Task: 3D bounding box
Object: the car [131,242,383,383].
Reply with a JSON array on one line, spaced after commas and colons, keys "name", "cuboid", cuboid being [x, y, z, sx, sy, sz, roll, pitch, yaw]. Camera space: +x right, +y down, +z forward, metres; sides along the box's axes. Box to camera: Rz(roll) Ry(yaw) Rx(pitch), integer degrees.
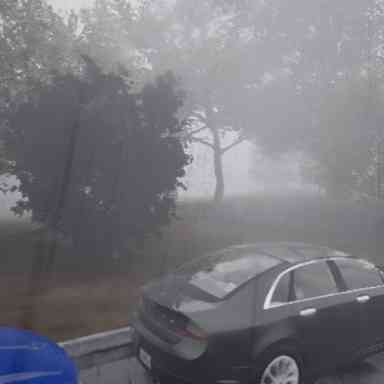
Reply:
[{"name": "car", "cuboid": [1.578, 1.482, 4.757, 4.892, 1.521, 2.231, 0, 0, -31]}]
